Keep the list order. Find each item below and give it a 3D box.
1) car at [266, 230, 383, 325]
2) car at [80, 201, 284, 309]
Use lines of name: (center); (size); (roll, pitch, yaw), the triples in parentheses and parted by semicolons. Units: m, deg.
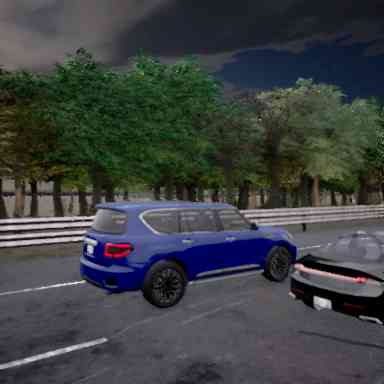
car: (4.014, 1.525, 6.610); (4.902, 1.511, 2.128); (0, 0, -35)
car: (0.164, 1.245, 8.163); (5.566, 2.045, 2.150); (0, 0, -35)
